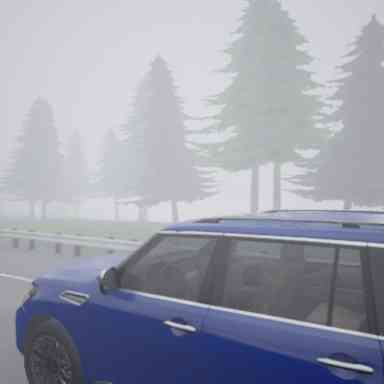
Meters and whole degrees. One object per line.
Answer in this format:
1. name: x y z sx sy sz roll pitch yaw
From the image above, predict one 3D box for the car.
1. car: 0.578 1.207 3.290 5.566 2.045 2.150 0 0 34
